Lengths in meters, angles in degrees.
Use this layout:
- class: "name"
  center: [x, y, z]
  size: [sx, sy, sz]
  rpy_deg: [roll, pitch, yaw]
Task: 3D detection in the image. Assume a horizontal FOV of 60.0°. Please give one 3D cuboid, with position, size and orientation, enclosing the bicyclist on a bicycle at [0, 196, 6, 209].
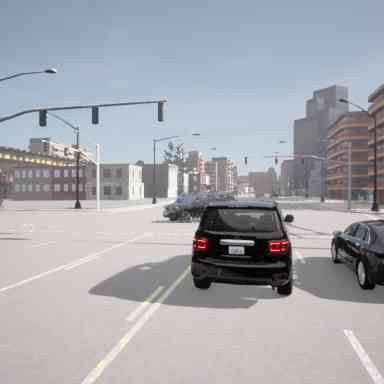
- class: "bicyclist on a bicycle"
  center: [-23.840, 1.303, 41.444]
  size: [0.582, 1.620, 1.656]
  rpy_deg: [0, 0, 10]

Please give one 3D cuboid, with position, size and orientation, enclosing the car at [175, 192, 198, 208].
- class: "car"
  center: [-0.753, 1.079, 48.463]
  size: [2.150, 2.045, 5.566]
  rpy_deg: [0, 1, 12]

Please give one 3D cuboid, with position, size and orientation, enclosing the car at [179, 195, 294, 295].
- class: "car"
  center: [1.534, 1.221, 9.038]
  size: [2.150, 2.045, 5.566]
  rpy_deg: [0, 0, 14]

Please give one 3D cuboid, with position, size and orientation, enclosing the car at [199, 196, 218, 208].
- class: "car"
  center: [2.328, 1.381, 46.057]
  size: [1.837, 1.490, 4.892]
  rpy_deg: [0, 1, 11]

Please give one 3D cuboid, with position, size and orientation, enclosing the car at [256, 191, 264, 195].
- class: "car"
  center: [17.423, 0.559, 85.141]
  size: [2.097, 1.767, 4.553]
  rpy_deg: [0, 1, 11]

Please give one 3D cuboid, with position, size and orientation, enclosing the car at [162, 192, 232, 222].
- class: "car"
  center: [0.549, 1.197, 24.972]
  size: [5.566, 2.045, 2.150]
  rpy_deg: [0, -1, -29]

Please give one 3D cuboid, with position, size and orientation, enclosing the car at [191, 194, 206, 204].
- class: "car"
  center: [1.159, 1.217, 57.940]
  size: [1.837, 1.490, 4.892]
  rpy_deg: [0, 1, 11]

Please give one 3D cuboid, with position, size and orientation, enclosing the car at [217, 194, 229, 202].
- class: "car"
  center: [6.034, 1.091, 64.244]
  size: [1.837, 1.490, 4.892]
  rpy_deg: [0, 1, 12]

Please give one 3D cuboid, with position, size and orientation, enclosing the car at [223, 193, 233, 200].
- class: "car"
  center: [8.084, 0.926, 74.198]
  size: [1.812, 1.442, 4.674]
  rpy_deg: [0, 1, 11]

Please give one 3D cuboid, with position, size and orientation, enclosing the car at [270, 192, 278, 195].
- class: "car"
  center: [20.857, 0.743, 84.464]
  size: [2.033, 1.411, 5.357]
  rpy_deg: [0, 1, 11]

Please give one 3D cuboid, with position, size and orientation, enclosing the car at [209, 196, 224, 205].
- class: "car"
  center: [4.163, 1.349, 55.135]
  size: [1.895, 1.301, 4.718]
  rpy_deg: [0, 1, 12]

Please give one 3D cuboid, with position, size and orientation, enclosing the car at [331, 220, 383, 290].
- class: "car"
  center: [5.095, 1.505, 8.918]
  size: [1.837, 1.490, 4.892]
  rpy_deg: [0, 0, 11]
